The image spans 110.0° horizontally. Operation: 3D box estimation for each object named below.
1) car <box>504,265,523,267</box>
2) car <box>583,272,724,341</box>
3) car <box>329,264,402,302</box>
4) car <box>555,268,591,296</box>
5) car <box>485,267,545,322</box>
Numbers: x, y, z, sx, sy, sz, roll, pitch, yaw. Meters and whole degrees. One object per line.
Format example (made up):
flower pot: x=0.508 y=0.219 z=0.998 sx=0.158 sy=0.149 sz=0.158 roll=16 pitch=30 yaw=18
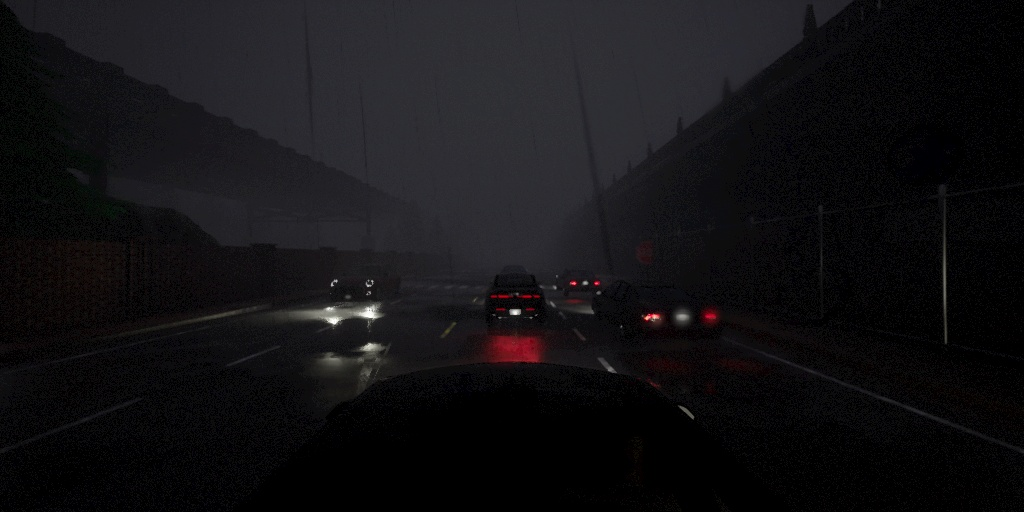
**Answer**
car: x=0.128 y=1.363 z=25.293 sx=1.882 sy=1.535 sz=5.008 roll=0 pitch=0 yaw=0
car: x=3.597 y=1.345 z=9.997 sx=2.033 sy=1.411 sz=5.357 roll=0 pitch=0 yaw=1
car: x=-7.044 y=1.193 z=17.693 sx=2.097 sy=1.767 sz=4.553 roll=0 pitch=0 yaw=1
car: x=3.601 y=1.402 z=20.083 sx=2.033 sy=1.411 sz=5.357 roll=0 pitch=0 yaw=0
car: x=0.099 y=1.318 z=12.511 sx=1.837 sy=1.490 sz=4.892 roll=0 pitch=0 yaw=0
